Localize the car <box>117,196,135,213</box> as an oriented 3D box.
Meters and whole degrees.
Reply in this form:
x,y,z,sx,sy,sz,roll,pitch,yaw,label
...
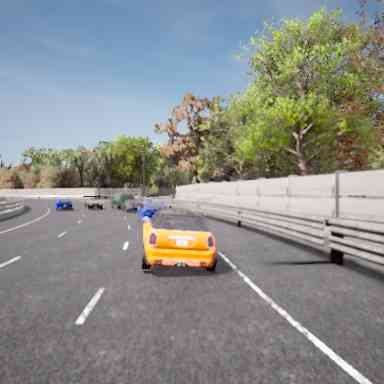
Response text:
x,y,z,sx,sy,sz,roll,pitch,yaw,label
-6.724,1.519,37.414,2.033,1.411,5.357,0,0,-20,car

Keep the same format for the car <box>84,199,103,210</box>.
x,y,z,sx,sy,sz,roll,pitch,yaw,label
-12.845,1.587,43.190,1.895,1.301,4.718,0,0,-25,car

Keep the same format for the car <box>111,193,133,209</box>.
x,y,z,sx,sy,sz,roll,pitch,yaw,label
-9.020,1.195,43.344,2.150,2.045,5.566,0,0,-25,car

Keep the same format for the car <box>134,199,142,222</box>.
x,y,z,sx,sy,sz,roll,pitch,yaw,label
-2.773,1.454,23.690,1.882,1.535,5.008,0,0,-14,car

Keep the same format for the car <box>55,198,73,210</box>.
x,y,z,sx,sy,sz,roll,pitch,yaw,label
-16.405,1.477,42.564,1.882,1.535,5.008,0,0,-25,car

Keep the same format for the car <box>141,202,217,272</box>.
x,y,z,sx,sy,sz,roll,pitch,yaw,label
-0.558,1.315,10.987,2.097,1.767,4.553,5,1,-8,car
